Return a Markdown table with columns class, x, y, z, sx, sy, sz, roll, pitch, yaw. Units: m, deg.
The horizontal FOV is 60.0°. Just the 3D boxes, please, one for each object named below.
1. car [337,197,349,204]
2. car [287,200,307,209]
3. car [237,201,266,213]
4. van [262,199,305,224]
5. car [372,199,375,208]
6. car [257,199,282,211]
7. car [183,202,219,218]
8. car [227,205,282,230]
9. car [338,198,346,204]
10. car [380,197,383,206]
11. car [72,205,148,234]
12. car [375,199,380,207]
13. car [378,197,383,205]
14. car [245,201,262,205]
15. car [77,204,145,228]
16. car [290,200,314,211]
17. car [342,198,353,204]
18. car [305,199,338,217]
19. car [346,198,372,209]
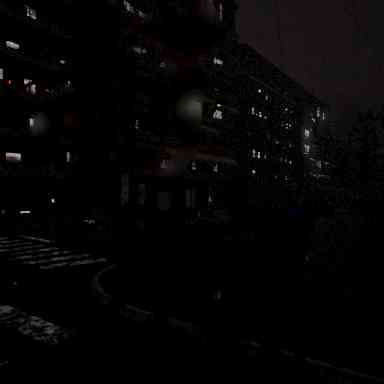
| class | x | y | z | sx | sy | sz | roll | pitch | yaw |
| --- | --- | --- | --- | --- | --- | --- | --- | --- | --- |
| car | 37.034 | 2.094 | 81.580 | 1.967 | 1.590 | 4.097 | 1 | 0 | 36 |
| car | 17.325 | 1.974 | 54.862 | 1.802 | 1.307 | 4.206 | 1 | 0 | 36 |
| car | 7.471 | 1.840 | 41.503 | 1.802 | 1.307 | 4.206 | 1 | 0 | 36 |
| van | 7.643 | 1.647 | 27.616 | 1.690 | 1.788 | 3.998 | 1 | 0 | 36 |
| car | 30.632 | 2.202 | 58.786 | 1.802 | 1.307 | 4.206 | 1 | 0 | 36 |
| car | 10.757 | 1.743 | 45.956 | 1.967 | 1.590 | 4.097 | 1 | 0 | 36 |
| car | 0.903 | 1.712 | 32.596 | 1.887 | 1.381 | 4.507 | 1 | 0 | 36 |
| car | 4.357 | 1.827 | 23.162 | 1.947 | 1.339 | 4.313 | 1 | 0 | 36 |
| car | 33.748 | 2.177 | 77.126 | 1.947 | 1.339 | 4.313 | 1 | 0 | 36 |
| car | 37.202 | 2.252 | 67.693 | 1.887 | 1.381 | 4.507 | 1 | 0 | 36 |
| car | -4.880 | 1.578 | 20.411 | 1.882 | 1.535 | 5.008 | 1 | 0 | 37 |
| car | 33.918 | 2.104 | 63.240 | 1.967 | 1.590 | 4.097 | 1 | 0 | 36 |
| car | 47.059 | 2.151 | 81.053 | 2.192 | 1.841 | 5.009 | 1 | 0 | 36 |
| car | 5.475 | 1.737 | 34.418 | 2.128 | 1.511 | 4.902 | 1 | 0 | 37 |
| car | -5.667 | 1.626 | 23.690 | 2.008 | 1.369 | 4.403 | 1 | 0 | 36 |
| car | 16.145 | 1.993 | 48.729 | 1.994 | 1.385 | 4.181 | 1 | 0 | 36 |
| car | 40.216 | 2.220 | 85.896 | 1.752 | 1.417 | 4.829 | 1 | 0 | 36 |
| car | 14.212 | 1.837 | 36.522 | 1.967 | 1.590 | 4.097 | 1 | 0 | 36 |
| car | 27.351 | 1.891 | 54.334 | 2.192 | 1.841 | 5.009 | 1 | 0 | 36 |
